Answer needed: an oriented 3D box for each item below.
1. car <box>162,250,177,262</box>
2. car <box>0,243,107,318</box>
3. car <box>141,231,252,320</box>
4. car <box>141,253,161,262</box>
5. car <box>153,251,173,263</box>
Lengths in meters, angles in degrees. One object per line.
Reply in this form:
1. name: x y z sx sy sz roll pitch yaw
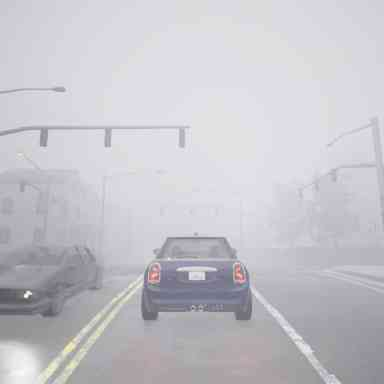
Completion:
1. car: -3.693 10.457 54.352 2.097 1.767 4.553 0 -11 0
2. car: -3.615 2.023 8.437 2.033 1.411 5.357 0 -7 0
3. car: 0.084 1.804 8.207 2.097 1.767 4.553 0 -7 0
4. car: -11.243 18.062 91.759 4.902 1.511 2.128 -11 -14 14
5. car: -3.684 8.415 43.076 2.033 1.411 5.357 0 -11 0
